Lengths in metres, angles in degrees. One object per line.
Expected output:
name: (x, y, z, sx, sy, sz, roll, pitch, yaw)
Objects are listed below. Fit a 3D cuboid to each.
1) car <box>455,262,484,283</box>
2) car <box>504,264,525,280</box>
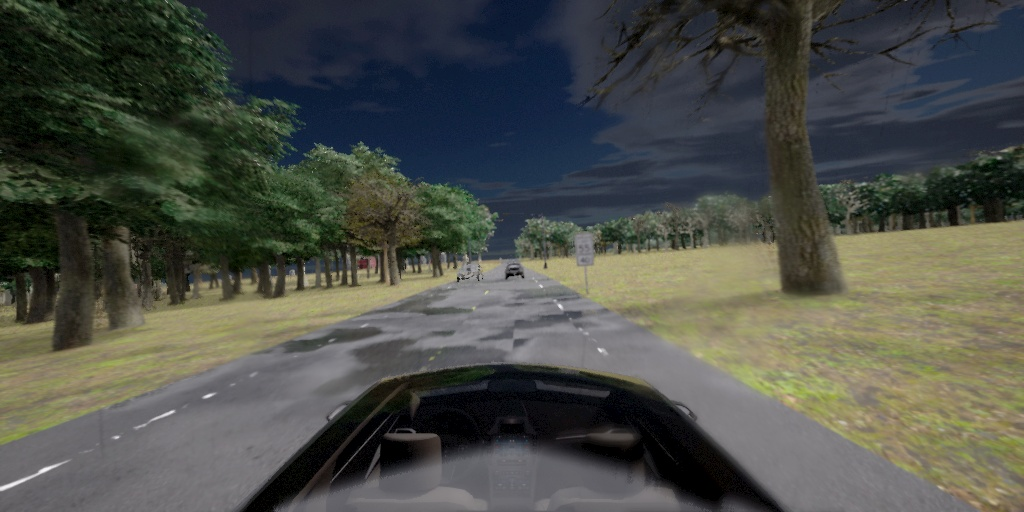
car: (-3.326, 1.268, 28.624, 1.837, 1.490, 4.892, -4, -1, 0)
car: (0.261, 1.511, 36.141, 1.837, 1.490, 4.892, -4, -1, 1)
